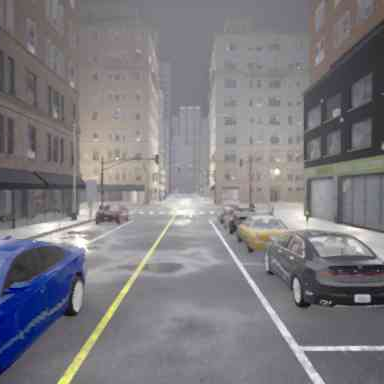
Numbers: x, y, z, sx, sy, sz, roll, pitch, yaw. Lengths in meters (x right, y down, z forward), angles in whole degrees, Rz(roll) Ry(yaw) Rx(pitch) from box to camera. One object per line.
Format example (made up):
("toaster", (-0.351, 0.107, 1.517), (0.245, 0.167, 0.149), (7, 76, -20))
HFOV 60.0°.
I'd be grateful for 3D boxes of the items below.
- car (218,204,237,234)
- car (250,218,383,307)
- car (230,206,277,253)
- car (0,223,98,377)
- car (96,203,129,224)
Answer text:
("car", (2.799, 1.544, 18.912), (1.947, 1.339, 4.313), (-1, 0, 0))
("car", (2.840, 1.540, 7.740), (2.008, 1.369, 4.403), (-1, 0, 0))
("car", (2.819, 1.510, 13.496), (1.752, 1.417, 4.829), (-1, 0, 0))
("car", (-3.013, 1.478, 4.663), (1.882, 1.535, 5.008), (0, 0, 0))
("car", (-5.766, 1.529, 24.464), (1.887, 1.381, 4.507), (-1, 0, 0))
